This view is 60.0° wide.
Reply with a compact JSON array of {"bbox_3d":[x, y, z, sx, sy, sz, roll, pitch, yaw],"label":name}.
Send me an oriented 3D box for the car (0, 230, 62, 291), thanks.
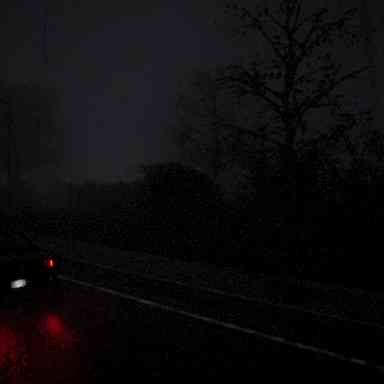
[{"bbox_3d":[-5.280,1.598,8.267,4.718,1.301,1.895,0,0,39],"label":"car"}]
